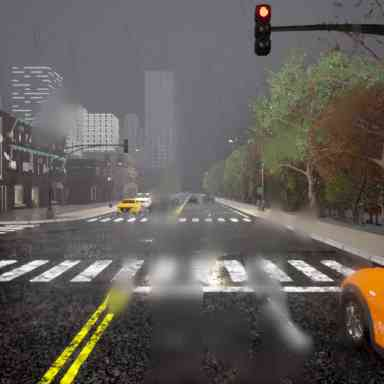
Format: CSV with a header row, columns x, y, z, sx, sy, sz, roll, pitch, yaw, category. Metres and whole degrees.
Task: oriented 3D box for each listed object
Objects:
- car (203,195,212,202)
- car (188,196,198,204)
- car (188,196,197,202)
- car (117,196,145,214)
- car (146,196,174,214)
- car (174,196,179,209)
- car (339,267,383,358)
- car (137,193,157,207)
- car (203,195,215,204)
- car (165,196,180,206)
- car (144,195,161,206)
x,y,z,sx,sy,sz,roll,pitch,yaw,category
3.415,1.447,74.889,1.882,1.535,5.008,0,0,0,car
0.238,1.523,64.448,2.033,1.411,5.357,0,0,1,car
0.165,1.565,74.941,1.895,1.301,4.718,0,0,0,car
-6.517,1.466,34.900,1.882,1.535,5.008,0,0,0,car
-3.270,1.466,34.913,1.882,1.535,5.008,0,0,0,car
-3.243,1.548,44.923,1.994,1.385,4.181,0,0,0,car
3.359,1.351,3.408,2.097,1.767,4.553,0,0,0,car
-6.492,1.206,44.838,2.150,2.045,5.566,0,0,0,car
3.488,1.467,64.724,2.128,1.511,4.902,0,0,0,car
-3.215,1.471,54.951,2.128,1.511,4.902,0,0,0,car
-6.465,1.332,54.799,2.097,1.767,4.553,0,0,0,car
